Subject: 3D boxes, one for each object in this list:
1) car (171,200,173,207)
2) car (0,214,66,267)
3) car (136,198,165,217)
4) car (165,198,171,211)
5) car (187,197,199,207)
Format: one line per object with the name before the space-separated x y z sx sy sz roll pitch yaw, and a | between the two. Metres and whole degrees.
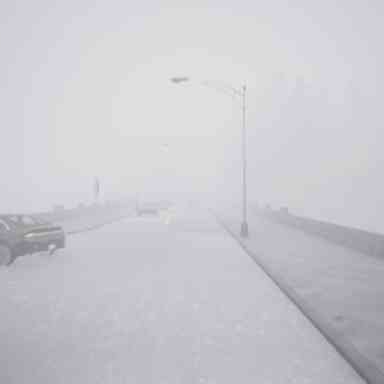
car | -4.003 1.634 51.735 1.994 1.385 4.181 0 0 0
car | -6.646 1.507 11.385 4.902 1.511 2.128 0 -1 22
car | -4.099 1.591 32.251 2.033 1.411 5.357 0 0 0
car | -4.072 1.657 41.917 1.895 1.301 4.718 0 0 0
car | 0.097 1.598 53.682 1.812 1.442 4.674 0 0 0
